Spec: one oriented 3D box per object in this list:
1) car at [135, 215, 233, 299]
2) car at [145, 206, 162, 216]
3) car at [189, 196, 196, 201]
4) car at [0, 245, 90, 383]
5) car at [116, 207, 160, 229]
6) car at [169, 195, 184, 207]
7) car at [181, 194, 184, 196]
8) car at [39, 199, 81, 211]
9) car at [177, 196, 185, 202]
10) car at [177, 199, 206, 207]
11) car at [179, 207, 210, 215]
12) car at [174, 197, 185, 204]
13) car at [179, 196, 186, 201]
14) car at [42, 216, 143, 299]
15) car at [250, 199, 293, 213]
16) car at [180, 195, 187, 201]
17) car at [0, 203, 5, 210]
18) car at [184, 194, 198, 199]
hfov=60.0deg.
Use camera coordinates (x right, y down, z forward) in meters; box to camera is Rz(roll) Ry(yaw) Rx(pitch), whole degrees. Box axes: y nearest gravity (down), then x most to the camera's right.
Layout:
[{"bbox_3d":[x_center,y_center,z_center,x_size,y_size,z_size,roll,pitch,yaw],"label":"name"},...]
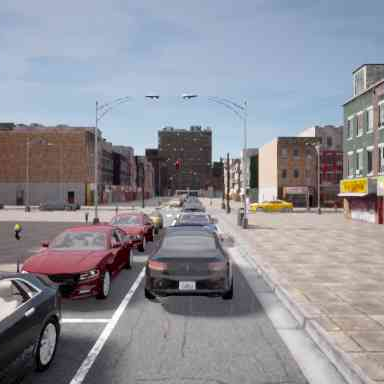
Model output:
[{"bbox_3d":[-0.041,1.529,8.320,1.812,1.442,4.674,0,0,1],"label":"car"},{"bbox_3d":[-2.601,1.540,19.272,1.752,1.417,4.829,0,0,0],"label":"car"},{"bbox_3d":[0.152,1.802,87.942,1.895,1.301,4.718,0,0,0],"label":"car"},{"bbox_3d":[-2.629,1.552,2.960,2.008,1.369,4.403,0,0,0],"label":"car"},{"bbox_3d":[-2.610,1.553,13.949,1.887,1.381,4.507,0,0,0],"label":"car"},{"bbox_3d":[-2.546,1.606,51.230,1.752,1.417,4.829,0,0,0],"label":"car"},{"bbox_3d":[-2.536,1.411,56.843,2.192,1.841,5.009,0,0,0],"label":"car"},{"bbox_3d":[-14.474,1.505,36.553,4.181,1.385,1.994,0,0,0],"label":"car"},{"bbox_3d":[-2.500,1.695,78.449,1.752,1.417,4.829,0,0,0],"label":"car"},{"bbox_3d":[0.156,1.530,25.985,1.837,1.490,4.892,0,0,2],"label":"car"},{"bbox_3d":[0.121,1.611,15.684,1.895,1.301,4.718,0,0,0],"label":"car"},{"bbox_3d":[-2.518,1.682,67.732,2.008,1.369,4.403,0,0,0],"label":"car"},{"bbox_3d":[-2.481,1.757,89.508,1.887,1.381,4.507,0,0,0],"label":"car"},{"bbox_3d":[-2.619,1.548,8.454,1.887,1.381,4.507,0,0,0],"label":"car"},{"bbox_3d":[9.440,1.645,39.583,5.008,1.535,1.882,1,0,0],"label":"car"},{"bbox_3d":[-2.471,1.672,94.952,1.967,1.590,4.097,0,0,0],"label":"car"},{"bbox_3d":[-23.226,1.383,36.525,4.892,1.490,1.837,0,0,0],"label":"car"},{"bbox_3d":[0.168,1.435,52.308,2.097,1.767,4.553,0,0,0],"label":"car"}]
